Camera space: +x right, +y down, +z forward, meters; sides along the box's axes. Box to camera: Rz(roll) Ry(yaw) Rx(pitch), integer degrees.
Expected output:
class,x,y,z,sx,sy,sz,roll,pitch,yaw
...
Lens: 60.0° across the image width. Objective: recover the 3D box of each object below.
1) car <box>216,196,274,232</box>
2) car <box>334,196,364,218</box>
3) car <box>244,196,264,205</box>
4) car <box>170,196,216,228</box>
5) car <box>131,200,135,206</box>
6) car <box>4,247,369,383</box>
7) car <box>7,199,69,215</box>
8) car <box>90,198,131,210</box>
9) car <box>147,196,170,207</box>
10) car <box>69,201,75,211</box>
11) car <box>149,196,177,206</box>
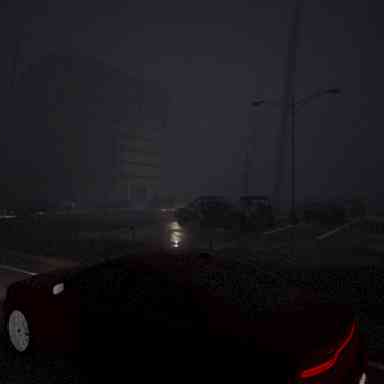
class,x,y,z,sx,sy,sz,roll,pitch,yaw
car,3.316,1.156,19.060,1.905,1.878,3.866,0,0,34
car,15.339,1.395,32.016,1.970,1.475,3.806,0,0,34
car,11.504,1.526,61.500,1.812,1.442,4.674,0,0,34
car,0.948,1.153,20.726,1.932,1.855,4.605,0,0,34
car,-10.510,1.547,47.885,2.033,1.411,5.357,0,0,33
car,-0.525,1.478,4.363,5.008,1.535,1.882,0,0,35
car,-15.720,1.547,33.841,2.033,1.411,5.357,0,0,34
car,-10.378,1.601,41.803,1.895,1.301,4.718,0,0,34
car,-4.704,1.491,50.233,2.128,1.511,4.902,0,0,34
car,-16.171,1.526,39.429,1.812,1.442,4.674,0,0,34
car,-4.803,1.491,56.322,2.128,1.511,4.902,0,0,34
